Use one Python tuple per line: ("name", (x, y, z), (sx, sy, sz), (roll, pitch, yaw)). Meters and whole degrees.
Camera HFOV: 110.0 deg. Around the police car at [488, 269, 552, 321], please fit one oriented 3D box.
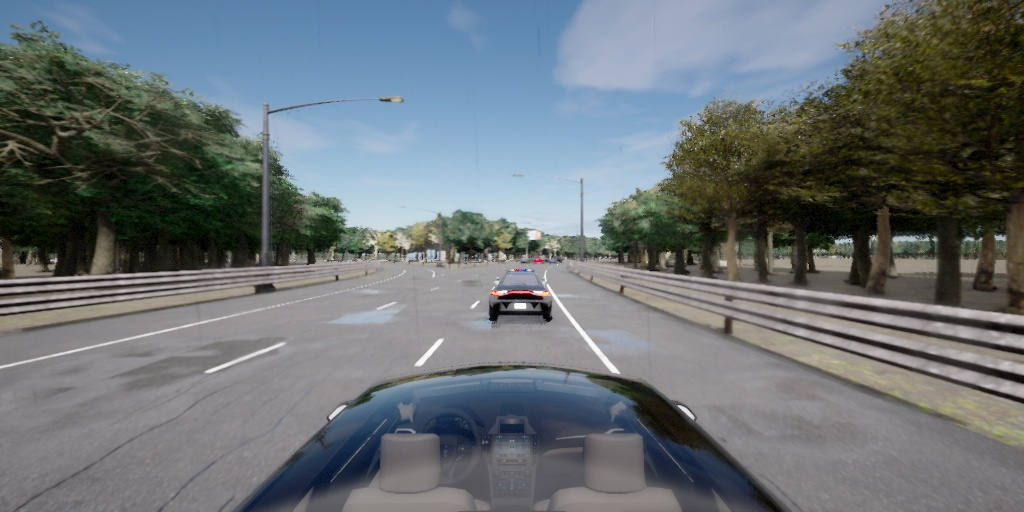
("police car", (0.310, 1.257, 12.702), (2.038, 1.542, 4.974), (0, 0, 2))
